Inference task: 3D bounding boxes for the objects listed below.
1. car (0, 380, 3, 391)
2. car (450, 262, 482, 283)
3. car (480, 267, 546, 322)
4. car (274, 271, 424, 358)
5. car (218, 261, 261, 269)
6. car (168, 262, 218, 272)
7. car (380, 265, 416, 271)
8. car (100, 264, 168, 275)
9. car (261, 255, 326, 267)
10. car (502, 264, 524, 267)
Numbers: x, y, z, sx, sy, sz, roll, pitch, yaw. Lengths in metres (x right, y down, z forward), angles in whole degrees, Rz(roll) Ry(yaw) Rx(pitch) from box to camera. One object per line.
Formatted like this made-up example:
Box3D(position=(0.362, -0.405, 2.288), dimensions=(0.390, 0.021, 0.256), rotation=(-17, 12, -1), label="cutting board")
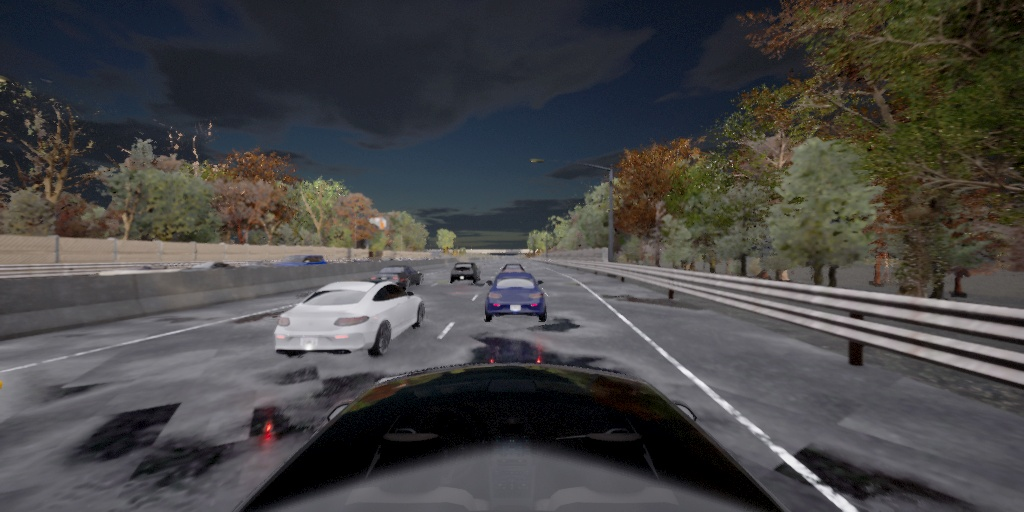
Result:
Box3D(position=(-6.921, 1.226, 2.050), dimensions=(1.882, 1.535, 5.008), rotation=(0, 1, 0), label="car")
Box3D(position=(-3.396, 1.204, 26.764), dimensions=(1.837, 1.490, 4.892), rotation=(0, 0, 0), label="car")
Box3D(position=(0.100, 1.252, 12.129), dimensions=(1.812, 1.442, 4.674), rotation=(0, 0, 0), label="car")
Box3D(position=(-3.403, 1.260, 8.321), dimensions=(1.812, 1.442, 4.674), rotation=(0, 0, 0), label="car")
Box3D(position=(-21.088, 1.186, 29.705), dimensions=(2.128, 1.511, 4.902), rotation=(0, 0, 0), label="car")
Box3D(position=(-24.588, 1.221, 29.135), dimensions=(1.812, 1.442, 4.674), rotation=(0, 0, 0), label="car")
Box3D(position=(-6.899, 1.255, 21.887), dimensions=(2.033, 1.411, 5.357), rotation=(0, 0, 0), label="car")
Box3D(position=(-27.903, 1.299, 27.113), dimensions=(1.895, 1.301, 4.718), rotation=(0, 0, -2), label="car")
Box3D(position=(-17.590, 0.916, 29.740), dimensions=(2.150, 2.045, 5.566), rotation=(0, 0, 0), label="car")
Box3D(position=(0.104, 1.263, 27.340), dimensions=(1.994, 1.385, 4.181), rotation=(0, 0, 0), label="car")
